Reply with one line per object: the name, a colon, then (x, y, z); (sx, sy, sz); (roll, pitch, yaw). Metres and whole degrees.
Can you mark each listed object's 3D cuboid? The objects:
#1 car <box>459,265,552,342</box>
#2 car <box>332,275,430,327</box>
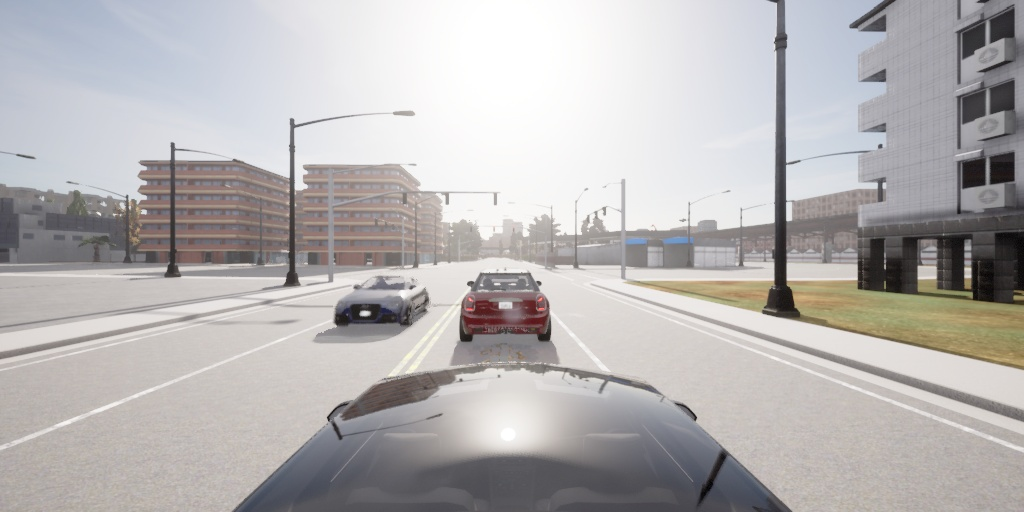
car: (-0.203, 1.102, 9.981); (2.097, 1.767, 4.553); (0, 0, -2)
car: (-3.903, 1.313, 11.366); (1.994, 1.385, 4.181); (0, 0, -2)
